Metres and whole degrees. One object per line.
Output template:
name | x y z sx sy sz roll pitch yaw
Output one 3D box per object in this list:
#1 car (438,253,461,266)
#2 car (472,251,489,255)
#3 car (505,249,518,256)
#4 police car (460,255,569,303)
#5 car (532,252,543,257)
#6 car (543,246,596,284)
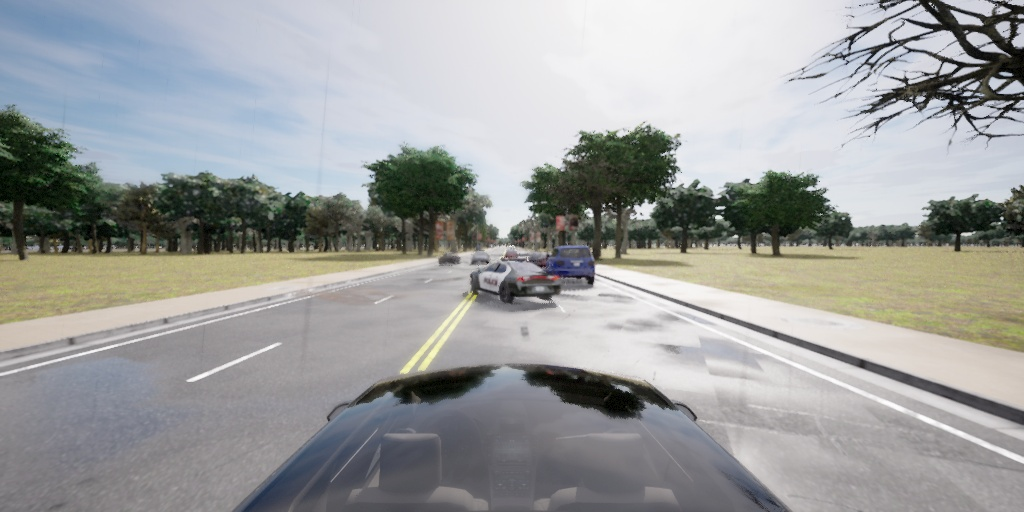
car | -6.652 0.319 38.577 1.895 1.301 4.718 0 2 0
car | -3.404 0.218 39.505 1.812 1.442 4.674 0 2 0
car | -0.082 -0.245 57.436 1.994 1.385 4.181 0 2 0
police car | -0.140 0.898 14.465 2.038 1.542 4.974 1 1 -28
car | 3.214 0.418 31.570 2.163 1.488 4.792 0 2 0
car | 3.238 0.443 20.560 2.150 2.045 5.566 0 2 0
